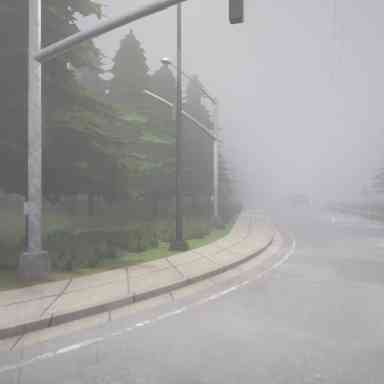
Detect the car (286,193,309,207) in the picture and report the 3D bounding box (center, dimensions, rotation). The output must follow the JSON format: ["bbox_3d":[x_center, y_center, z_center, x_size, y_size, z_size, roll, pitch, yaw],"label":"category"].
[{"bbox_3d":[16.099,1.223,50.305,2.150,2.045,5.566,0,0,8],"label":"car"}]

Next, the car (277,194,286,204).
[{"bbox_3d":[17.781,1.352,62.277,2.097,1.767,4.553,0,0,8],"label":"car"}]
